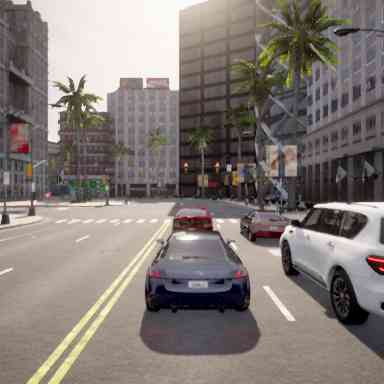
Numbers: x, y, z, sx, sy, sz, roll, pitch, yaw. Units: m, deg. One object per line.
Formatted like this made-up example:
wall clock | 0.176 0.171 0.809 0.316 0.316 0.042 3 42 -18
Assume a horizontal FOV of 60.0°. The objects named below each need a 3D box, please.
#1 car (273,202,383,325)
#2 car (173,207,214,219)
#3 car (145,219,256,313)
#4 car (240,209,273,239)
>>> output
car | 3.598 1.218 7.234 2.150 2.045 5.566 0 0 0
car | 0.084 1.470 16.720 1.882 1.535 5.008 0 0 2
car | 0.087 1.558 7.734 1.994 1.385 4.181 0 0 -1
car | 3.591 1.557 16.600 1.994 1.385 4.181 0 0 0
